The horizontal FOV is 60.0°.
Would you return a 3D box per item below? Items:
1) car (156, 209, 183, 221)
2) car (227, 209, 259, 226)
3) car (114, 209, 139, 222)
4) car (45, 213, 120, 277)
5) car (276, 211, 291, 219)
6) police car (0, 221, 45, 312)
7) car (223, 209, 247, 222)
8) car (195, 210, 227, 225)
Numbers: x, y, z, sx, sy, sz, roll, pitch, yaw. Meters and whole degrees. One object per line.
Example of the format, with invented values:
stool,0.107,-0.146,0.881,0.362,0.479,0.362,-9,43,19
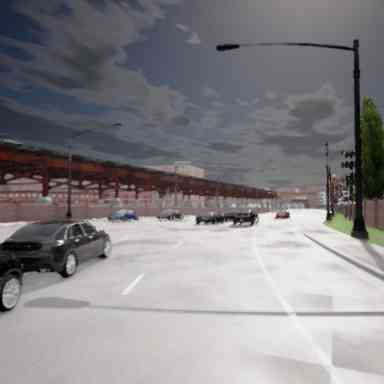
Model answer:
car,-2.705,2.819,40.880,1.837,1.490,4.892,-1,-4,22
car,5.095,2.334,31.138,2.128,1.511,4.902,-1,-3,19
car,-7.655,2.633,37.569,1.812,1.442,4.674,-1,-3,19
car,-4.096,1.643,10.689,1.837,1.490,4.892,0,-1,6
car,15.572,3.850,56.746,1.994,1.385,4.181,-1,-3,23
police car,-4.499,1.485,5.048,1.930,1.638,5.238,0,-1,2
car,5.656,3.009,43.288,1.837,1.490,4.892,-1,-3,24
car,1.844,2.493,33.067,1.994,1.385,4.181,-1,-3,21
